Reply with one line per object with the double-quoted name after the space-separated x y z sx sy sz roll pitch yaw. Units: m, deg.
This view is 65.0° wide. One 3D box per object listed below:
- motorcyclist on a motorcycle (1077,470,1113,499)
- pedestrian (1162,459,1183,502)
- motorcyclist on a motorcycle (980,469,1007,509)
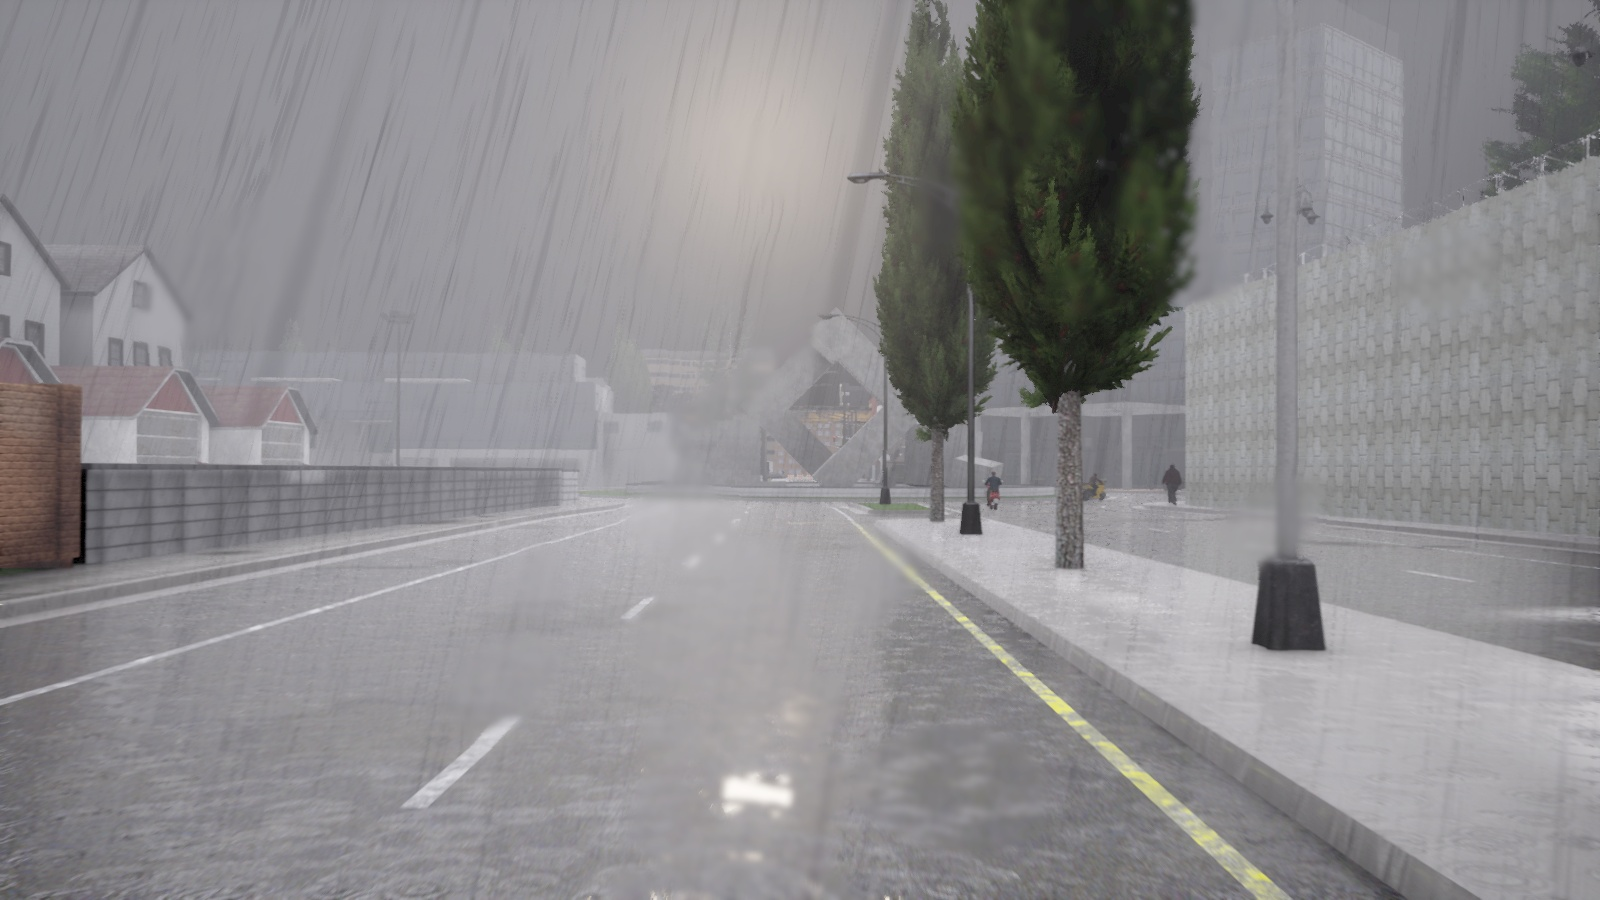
15.810 1.859 67.225 2.044 1.523 0.797 1 -2 -42 "motorcyclist on a motorcycle"
16.096 1.314 54.303 0.634 1.844 0.899 0 -1 2 "pedestrian"
7.982 1.604 51.839 0.866 1.590 1.817 0 -1 1 "motorcyclist on a motorcycle"
